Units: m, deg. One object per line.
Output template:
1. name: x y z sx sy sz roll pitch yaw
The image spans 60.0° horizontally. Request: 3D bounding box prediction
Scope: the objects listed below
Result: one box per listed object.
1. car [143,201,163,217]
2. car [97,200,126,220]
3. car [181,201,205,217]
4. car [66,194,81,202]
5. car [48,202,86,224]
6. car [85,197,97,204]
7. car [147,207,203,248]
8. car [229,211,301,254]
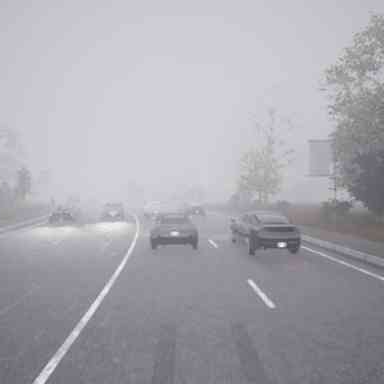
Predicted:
1. car: -3.747 1.606 32.298 1.812 1.442 4.674 0 0 -13
2. car: -6.790 1.568 28.914 2.128 1.511 4.902 0 0 -12
3. car: -0.013 1.599 31.588 1.812 1.442 4.674 0 0 -12
4. car: -23.092 1.372 64.808 2.150 2.045 5.566 0 0 -27
5. car: -9.703 1.675 25.770 1.895 1.301 4.718 0 0 -11
6. car: -20.248 1.674 66.913 2.033 1.411 5.357 0 0 -27
7. car: -0.866 1.600 15.008 1.994 1.385 4.181 0 0 -6
8. car: 2.797 1.530 13.591 1.837 1.490 4.892 0 0 -5
